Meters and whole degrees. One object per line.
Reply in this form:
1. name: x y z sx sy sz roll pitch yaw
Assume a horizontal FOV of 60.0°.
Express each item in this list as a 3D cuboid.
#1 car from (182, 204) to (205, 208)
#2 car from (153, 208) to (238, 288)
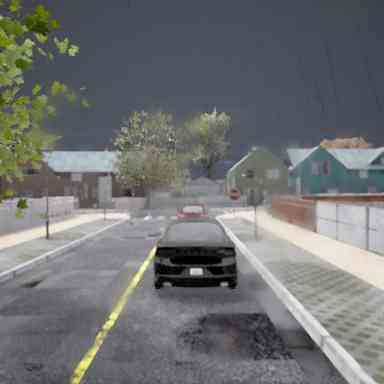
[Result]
1. car: 0.072 1.407 19.727 1.812 1.442 4.674 0 0 1
2. car: 0.077 1.422 9.133 1.882 1.535 5.008 0 1 0
